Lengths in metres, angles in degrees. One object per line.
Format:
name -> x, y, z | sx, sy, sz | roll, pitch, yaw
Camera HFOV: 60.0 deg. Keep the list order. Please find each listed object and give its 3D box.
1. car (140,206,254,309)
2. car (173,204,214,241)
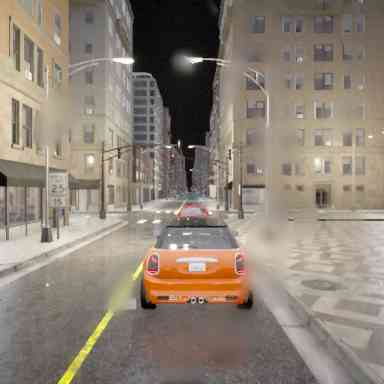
car -> 0.083, 1.352, 8.018 | 2.097, 1.767, 4.553 | 0, 0, 0
car -> 0.070, 1.477, 17.618 | 1.882, 1.535, 5.008 | 0, 0, 0
